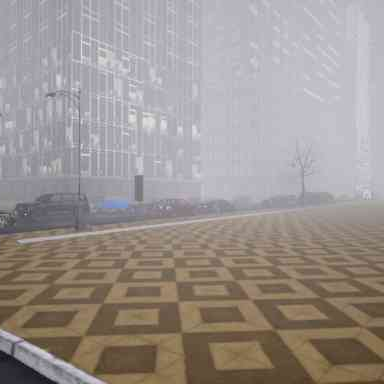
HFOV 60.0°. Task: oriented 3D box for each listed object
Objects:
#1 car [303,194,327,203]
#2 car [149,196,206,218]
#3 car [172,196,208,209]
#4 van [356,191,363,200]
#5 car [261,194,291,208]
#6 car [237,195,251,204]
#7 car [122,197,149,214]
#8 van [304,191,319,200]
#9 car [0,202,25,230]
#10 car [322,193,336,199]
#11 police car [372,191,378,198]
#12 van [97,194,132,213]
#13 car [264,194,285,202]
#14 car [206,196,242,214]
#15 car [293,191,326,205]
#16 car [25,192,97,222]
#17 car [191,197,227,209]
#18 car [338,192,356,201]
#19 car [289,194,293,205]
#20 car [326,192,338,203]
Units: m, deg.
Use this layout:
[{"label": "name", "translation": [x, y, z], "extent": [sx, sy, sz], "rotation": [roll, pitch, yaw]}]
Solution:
[{"label": "car", "translation": [21.313, 1.032, 57.532], "extent": [2.033, 1.411, 5.357], "rotation": [0, 1, 41]}, {"label": "car", "translation": [-1.124, 1.240, 27.106], "extent": [1.967, 1.590, 4.097], "rotation": [1, 1, 41]}, {"label": "car", "translation": [-0.188, 1.218, 41.300], "extent": [1.887, 1.381, 4.507], "rotation": [1, 1, 41]}, {"label": "van", "translation": [35.752, 0.683, 70.420], "extent": [1.690, 1.788, 3.998], "rotation": [1, 1, 41]}, {"label": "car", "translation": [9.872, 1.244, 40.157], "extent": [1.802, 1.307, 4.206], "rotation": [1, 1, 41]}, {"label": "car", "translation": [7.211, 1.148, 49.941], "extent": [1.947, 1.339, 4.313], "rotation": [1, 1, 41]}, {"label": "car", "translation": [-4.131, 1.359, 32.695], "extent": [1.895, 1.301, 4.718], "rotation": [0, 1, 40]}, {"label": "van", "translation": [25.698, 0.694, 71.557], "extent": [1.690, 1.788, 3.998], "rotation": [1, 1, 41]}, {"label": "car", "translation": [-12.379, 1.393, 18.378], "extent": [2.128, 1.511, 4.902], "rotation": [1, 1, 44]}, {"label": "car", "translation": [33.091, 0.828, 80.209], "extent": [1.947, 1.339, 4.313], "rotation": [1, 1, 41]}, {"label": "police car", "translation": [43.132, 0.672, 79.562], "extent": [1.930, 1.638, 5.238], "rotation": [0, 1, 41]}, {"label": "van", "translation": [-7.665, 1.107, 32.723], "extent": [1.690, 1.788, 3.998], "rotation": [1, 1, 41]}, {"label": "car", "translation": [14.606, 1.056, 58.589], "extent": [1.947, 1.339, 4.313], "rotation": [1, 1, 41]}, {"label": "car", "translation": [2.530, 1.320, 31.467], "extent": [1.947, 1.339, 4.313], "rotation": [1, 1, 41]}, {"label": "car", "translation": [17.267, 0.885, 48.800], "extent": [2.192, 1.841, 5.009], "rotation": [1, 1, 41]}, {"label": "car", "translation": [-10.477, 1.059, 25.273], "extent": [2.150, 2.045, 5.566], "rotation": [0, 1, 41]}, {"label": "car", "translation": [2.102, 1.281, 39.971], "extent": [1.895, 1.301, 4.718], "rotation": [0, 1, 41]}, {"label": "car", "translation": [28.468, 0.957, 61.904], "extent": [1.752, 1.417, 4.829], "rotation": [1, 1, 41]}, {"label": "car", "translation": [14.601, 1.073, 49.682], "extent": [1.837, 1.490, 4.892], "rotation": [0, 1, 41]}, {"label": "car", "translation": [20.964, 0.839, 53.124], "extent": [2.192, 1.841, 5.009], "rotation": [1, 1, 41]}]
